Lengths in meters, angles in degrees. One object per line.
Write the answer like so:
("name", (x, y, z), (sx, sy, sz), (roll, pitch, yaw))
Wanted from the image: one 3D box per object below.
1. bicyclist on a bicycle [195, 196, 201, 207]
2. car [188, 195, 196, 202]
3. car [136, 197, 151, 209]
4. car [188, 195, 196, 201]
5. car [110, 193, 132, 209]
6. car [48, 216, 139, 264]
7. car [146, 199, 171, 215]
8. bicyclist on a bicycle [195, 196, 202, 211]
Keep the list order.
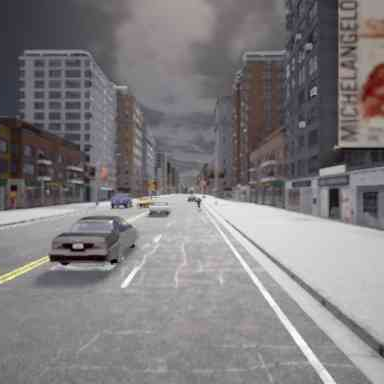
("bicyclist on a bicycle", (0.898, 1.434, 50.473), (0.866, 1.612, 1.509), (0, 0, 0))
("car", (0.002, 1.523, 76.053), (1.812, 1.442, 4.674), (0, 0, 0))
("car", (-6.554, 1.475, 46.781), (1.882, 1.535, 5.008), (0, 0, 0))
("car", (0.003, 1.539, 87.704), (2.033, 1.411, 5.357), (0, 0, 0))
("car", (-9.805, 1.218, 46.628), (2.150, 2.045, 5.566), (0, 0, 0))
("car", (-3.149, 1.546, 11.704), (2.033, 1.411, 5.357), (0, 0, 0))
("car", (-3.151, 1.598, 33.684), (1.895, 1.301, 4.718), (0, 0, 0))
("bicyclist on a bicycle", (0.895, 1.450, 40.137), (0.582, 1.620, 1.656), (0, 0, 0))
